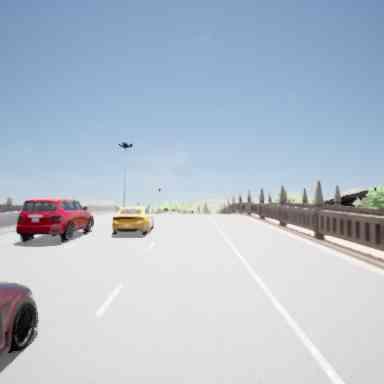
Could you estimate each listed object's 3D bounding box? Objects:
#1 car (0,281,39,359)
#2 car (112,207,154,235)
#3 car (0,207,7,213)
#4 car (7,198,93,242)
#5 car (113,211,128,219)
[{"bbox_3d":[-3.400,1.589,3.566,1.994,1.385,4.181,0,0,0],"label":"car"},{"bbox_3d":[-3.400,1.613,19.894,1.882,1.535,5.008,0,0,0],"label":"car"},{"bbox_3d":[-14.100,1.702,22.836,2.033,1.411,5.357,0,0,0],"label":"car"},{"bbox_3d":[-6.900,1.340,17.342,2.150,2.045,5.566,0,0,0],"label":"car"},{"bbox_3d":[-14.010,4.561,65.690,1.994,1.385,4.181,0,-8,0],"label":"car"}]
